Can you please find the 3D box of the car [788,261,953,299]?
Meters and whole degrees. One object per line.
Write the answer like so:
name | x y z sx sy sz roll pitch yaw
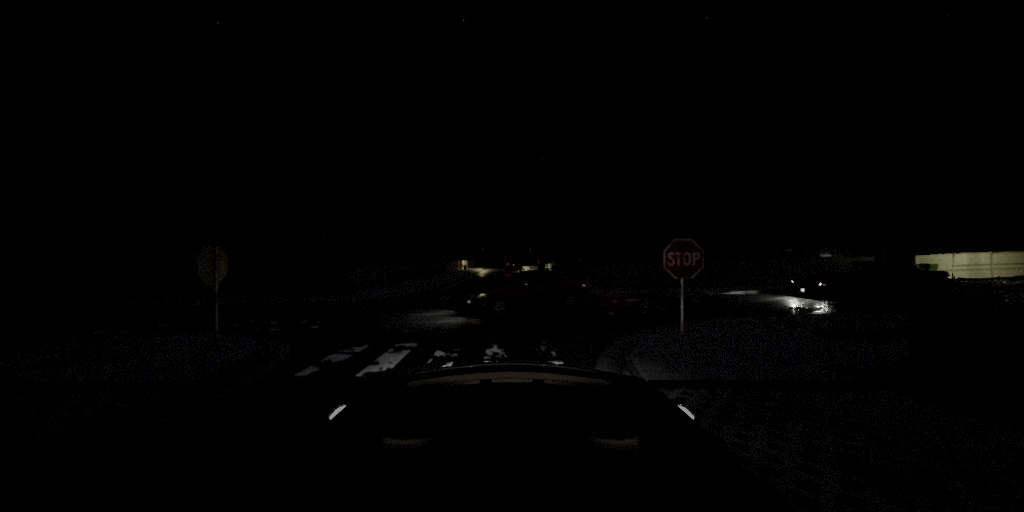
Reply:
car | 14.508 0.930 14.638 5.357 1.411 2.033 -2 0 0

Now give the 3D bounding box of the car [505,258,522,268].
car | 0.238 1.265 48.978 2.150 2.045 5.566 0 0 0

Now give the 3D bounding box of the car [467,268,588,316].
car | 0.624 1.292 13.544 4.674 1.442 1.812 -1 -1 -21
